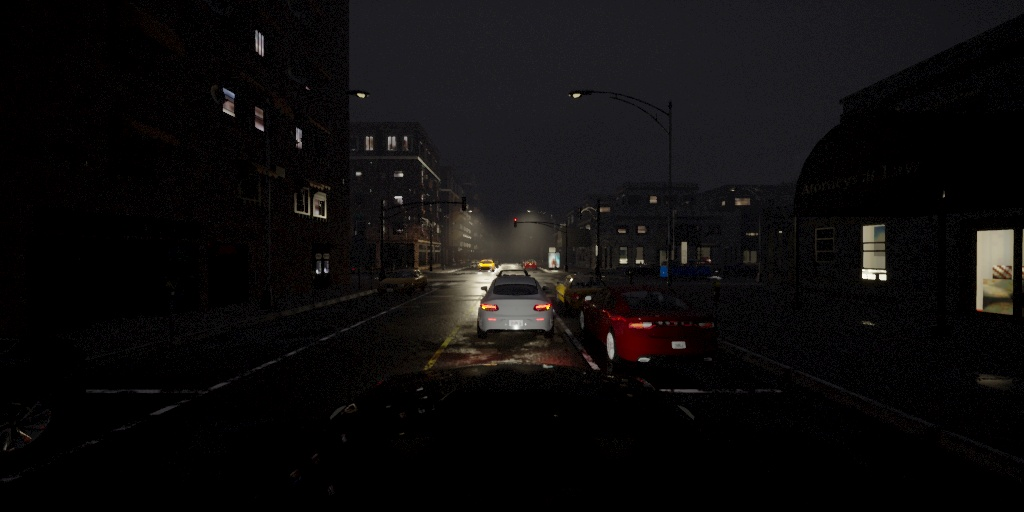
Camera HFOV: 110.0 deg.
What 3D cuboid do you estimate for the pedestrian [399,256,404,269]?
[{"bbox_3d":[-12.707,0.831,41.234,0.375,1.860,0.375,0,0,-1],"label":"pedestrian"}]

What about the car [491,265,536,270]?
[{"bbox_3d":[0.076,1.353,19.110,1.895,1.301,4.718,0,0,0],"label":"car"}]

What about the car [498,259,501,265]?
[{"bbox_3d":[-3.193,1.276,60.547,2.128,1.511,4.902,0,0,0],"label":"car"}]

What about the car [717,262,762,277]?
[{"bbox_3d":[22.578,1.368,36.031,4.181,1.385,1.994,0,0,0],"label":"car"}]

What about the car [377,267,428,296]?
[{"bbox_3d":[-5.725,1.278,19.197,1.751,1.417,4.829,0,0,0],"label":"car"}]

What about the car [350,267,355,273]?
[{"bbox_3d":[-18.303,1.319,35.541,4.718,1.301,1.895,0,0,1],"label":"car"}]

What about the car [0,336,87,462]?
[{"bbox_3d":[-5.692,1.316,2.277,1.948,1.339,4.313,0,0,0],"label":"car"}]

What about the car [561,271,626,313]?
[{"bbox_3d":[2.667,1.276,13.852,1.751,1.417,4.829,0,0,0],"label":"car"}]

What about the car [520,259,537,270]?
[{"bbox_3d":[2.593,1.213,51.850,1.967,1.591,4.097,0,0,0],"label":"car"}]

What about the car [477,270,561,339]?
[{"bbox_3d":[0.084,1.276,9.999,1.812,1.442,4.674,0,0,0],"label":"car"}]

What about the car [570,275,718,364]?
[{"bbox_3d":[2.678,1.295,7.985,1.888,1.381,4.507,0,0,0],"label":"car"}]

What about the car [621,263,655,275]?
[{"bbox_3d":[13.423,1.382,35.949,4.718,1.301,1.895,0,0,-1],"label":"car"}]

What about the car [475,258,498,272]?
[{"bbox_3d":[-3.181,1.242,45.637,1.882,1.535,5.008,0,0,0],"label":"car"}]

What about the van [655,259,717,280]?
[{"bbox_3d":[14.600,1.164,30.172,3.998,1.789,1.690,0,0,-1],"label":"van"}]

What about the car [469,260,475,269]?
[{"bbox_3d":[-5.799,1.331,57.518,2.007,1.370,4.403,0,0,0],"label":"car"}]
